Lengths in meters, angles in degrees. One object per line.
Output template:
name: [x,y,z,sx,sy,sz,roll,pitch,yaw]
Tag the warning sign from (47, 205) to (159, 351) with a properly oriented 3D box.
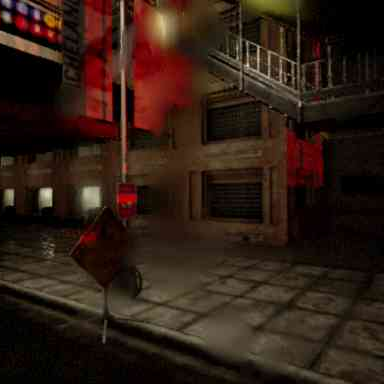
warning sign: [-1.360,1.161,5.210,1.060,1.860,1.300,-1,0,36]
